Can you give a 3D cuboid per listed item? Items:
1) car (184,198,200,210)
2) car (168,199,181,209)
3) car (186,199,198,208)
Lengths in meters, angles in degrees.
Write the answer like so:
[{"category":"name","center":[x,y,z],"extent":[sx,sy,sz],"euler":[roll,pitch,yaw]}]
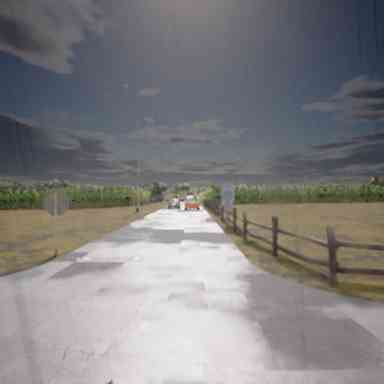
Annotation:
[{"category":"car","center":[0.000,1.663,47.524],"extent":[2.097,1.767,4.553],"euler":[0,-1,0]},{"category":"car","center":[-2.750,1.841,51.725],"extent":[2.128,1.511,4.902],"euler":[0,-1,0]},{"category":"car","center":[0.000,1.914,57.559],"extent":[1.837,1.490,4.892],"euler":[0,-1,0]}]
